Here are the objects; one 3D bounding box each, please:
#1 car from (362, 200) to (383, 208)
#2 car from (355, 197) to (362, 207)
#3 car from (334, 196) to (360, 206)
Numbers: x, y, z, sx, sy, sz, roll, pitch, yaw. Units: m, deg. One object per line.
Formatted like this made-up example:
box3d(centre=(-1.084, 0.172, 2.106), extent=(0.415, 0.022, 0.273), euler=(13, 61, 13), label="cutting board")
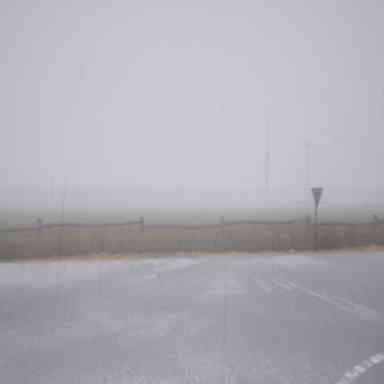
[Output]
box3d(centre=(24.338, 1.937, 42.268), extent=(1.812, 1.442, 4.674), euler=(0, -1, -12), label="car")
box3d(centre=(27.232, 1.982, 51.881), extent=(1.882, 1.535, 5.008), euler=(-1, 0, 19), label="car")
box3d(centre=(30.957, 1.866, 65.919), extent=(2.150, 2.045, 5.566), euler=(0, -1, -24), label="car")
